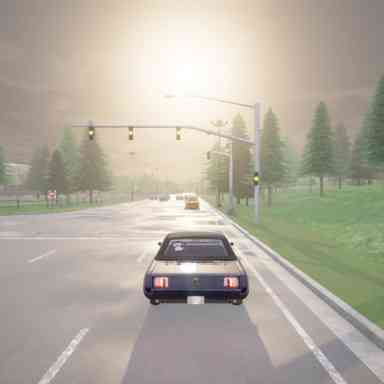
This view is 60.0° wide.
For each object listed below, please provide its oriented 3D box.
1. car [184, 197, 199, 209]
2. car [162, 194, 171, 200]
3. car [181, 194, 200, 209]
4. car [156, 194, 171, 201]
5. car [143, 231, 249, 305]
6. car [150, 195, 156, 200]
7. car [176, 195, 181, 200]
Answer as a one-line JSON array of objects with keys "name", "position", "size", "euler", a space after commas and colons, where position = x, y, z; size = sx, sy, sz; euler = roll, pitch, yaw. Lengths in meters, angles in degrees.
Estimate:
[{"name": "car", "position": [-0.034, 1.577, 49.692], "size": [2.033, 1.411, 5.357], "euler": [0, 1, 2]}, {"name": "car", "position": [-6.871, 1.372, 90.741], "size": [2.033, 1.411, 5.357], "euler": [0, 0, 0]}, {"name": "car", "position": [-0.088, 1.098, 46.145], "size": [1.882, 1.535, 5.008], "euler": [-3, 16, -4]}, {"name": "car", "position": [-6.886, 1.531, 80.321], "size": [2.033, 1.411, 5.357], "euler": [0, 0, 0]}, {"name": "car", "position": [0.090, 1.601, 8.024], "size": [1.895, 1.301, 4.718], "euler": [0, 0, 0]}, {"name": "car", "position": [-10.370, 1.540, 91.159], "size": [2.033, 1.411, 5.357], "euler": [0, 0, 0]}, {"name": "car", "position": [-3.370, 1.553, 91.149], "size": [1.994, 1.385, 4.181], "euler": [0, 0, 0]}]
